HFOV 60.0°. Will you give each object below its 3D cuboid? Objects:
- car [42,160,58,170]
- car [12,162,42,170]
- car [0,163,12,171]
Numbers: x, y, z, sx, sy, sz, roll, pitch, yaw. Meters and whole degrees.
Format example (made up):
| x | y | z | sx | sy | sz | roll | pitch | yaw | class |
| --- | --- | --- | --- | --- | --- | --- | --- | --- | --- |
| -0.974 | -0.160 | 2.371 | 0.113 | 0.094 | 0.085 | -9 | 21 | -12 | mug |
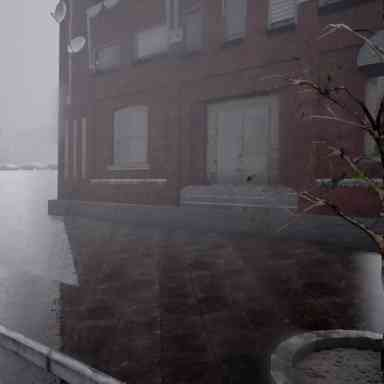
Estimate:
| x | y | z | sx | sy | sz | roll | pitch | yaw | class |
| --- | --- | --- | --- | --- | --- | --- | --- | --- | --- |
| -16.726 | -3.372 | 43.423 | 4.553 | 1.767 | 2.185 | 1 | 1 | 26 | car |
| -21.808 | -3.369 | 45.863 | 4.892 | 1.521 | 2.231 | 1 | 1 | 27 | car |
| -26.642 | -3.431 | 48.319 | 4.674 | 1.452 | 2.002 | 1 | 1 | 28 | car |
